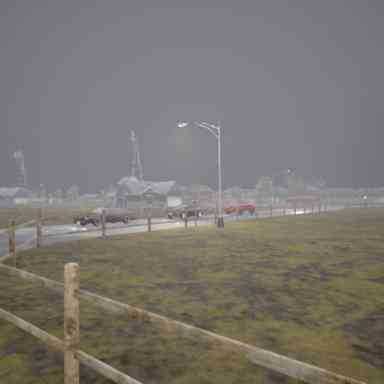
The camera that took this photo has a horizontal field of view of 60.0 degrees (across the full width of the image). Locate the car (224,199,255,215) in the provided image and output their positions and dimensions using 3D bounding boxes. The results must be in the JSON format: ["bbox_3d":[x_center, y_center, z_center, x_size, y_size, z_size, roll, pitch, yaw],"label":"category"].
[{"bbox_3d":[6.491,1.938,44.779,2.150,2.045,5.566,-2,-2,36],"label":"car"}]

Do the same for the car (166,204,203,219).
[{"bbox_3d":[-0.680,2.011,34.755,1.837,1.490,4.892,-2,-2,36],"label":"car"}]

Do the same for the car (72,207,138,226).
[{"bbox_3d":[-6.699,1.882,26.339,2.033,1.411,5.357,-2,-2,36],"label":"car"}]
